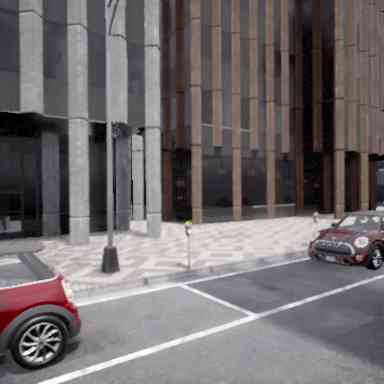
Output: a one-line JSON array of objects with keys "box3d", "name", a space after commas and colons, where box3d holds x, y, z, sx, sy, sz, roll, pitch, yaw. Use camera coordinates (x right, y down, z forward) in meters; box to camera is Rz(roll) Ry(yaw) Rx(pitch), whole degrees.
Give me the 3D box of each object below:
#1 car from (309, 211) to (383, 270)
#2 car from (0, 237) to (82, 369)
[{"box3d": [5.557, 1.359, 10.601, 4.097, 1.590, 1.967, -1, 0, -35], "name": "car"}, {"box3d": [-3.628, 1.445, 4.065, 4.097, 1.590, 1.967, -1, 0, -35], "name": "car"}]
